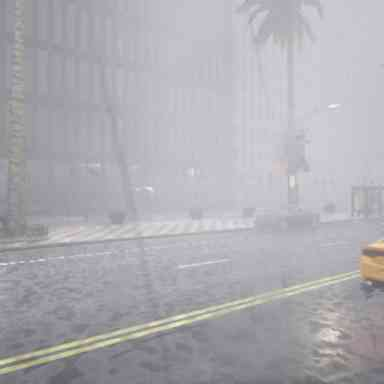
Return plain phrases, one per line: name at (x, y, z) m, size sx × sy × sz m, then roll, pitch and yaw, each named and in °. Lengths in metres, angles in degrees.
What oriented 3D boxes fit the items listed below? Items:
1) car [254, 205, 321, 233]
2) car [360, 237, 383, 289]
car at (5.942, 1.558, 20.500) m, size 4.892 × 1.521 × 2.231 m, roll 0°, pitch 0°, yaw -35°
car at (6.078, 1.521, 8.082) m, size 5.008 × 1.535 × 1.882 m, roll 0°, pitch 0°, yaw -35°
